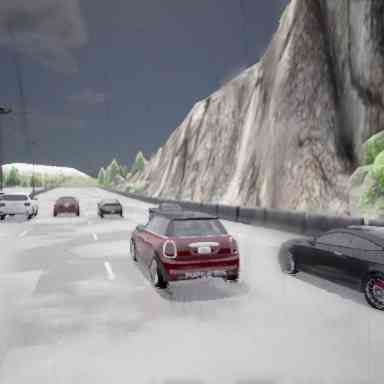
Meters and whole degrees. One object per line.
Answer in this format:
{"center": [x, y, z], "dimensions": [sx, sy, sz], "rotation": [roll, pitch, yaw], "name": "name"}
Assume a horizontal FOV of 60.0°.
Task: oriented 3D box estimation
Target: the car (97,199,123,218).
{"center": [-7.127, 1.335, 28.781], "dimensions": [2.128, 1.511, 4.902], "rotation": [0, 1, -19], "name": "car"}

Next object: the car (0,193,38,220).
{"center": [-13.918, 1.069, 26.993], "dimensions": [2.150, 2.045, 5.566], "rotation": [0, 1, -19], "name": "car"}

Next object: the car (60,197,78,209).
{"center": [-14.871, 1.272, 40.358], "dimensions": [1.895, 1.301, 4.718], "rotation": [0, 1, -20], "name": "car"}

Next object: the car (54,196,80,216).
{"center": [-11.335, 1.169, 30.221], "dimensions": [2.097, 1.767, 4.553], "rotation": [0, 1, -19], "name": "car"}

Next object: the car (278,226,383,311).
{"center": [3.914, 1.512, 7.758], "dimensions": [1.812, 1.442, 4.674], "rotation": [0, 0, -19], "name": "car"}

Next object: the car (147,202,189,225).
{"center": [-1.877, 1.496, 24.356], "dimensions": [1.895, 1.301, 4.718], "rotation": [0, 1, -19], "name": "car"}

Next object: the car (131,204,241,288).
{"center": [-0.428, 1.334, 9.575], "dimensions": [2.097, 1.767, 4.553], "rotation": [0, 0, -19], "name": "car"}
